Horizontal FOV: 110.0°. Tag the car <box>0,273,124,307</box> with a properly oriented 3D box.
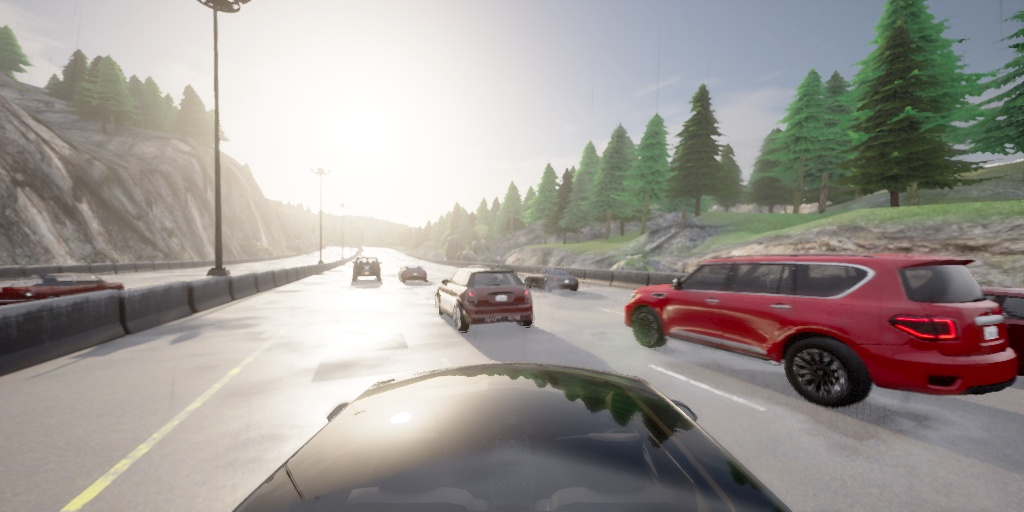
[{"bbox_3d":[-17.089,1.327,13.339,1.895,1.301,4.718,0,0,-21],"label":"car"}]

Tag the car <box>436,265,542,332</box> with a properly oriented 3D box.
[{"bbox_3d":[-1.067,1.135,11.380,2.097,1.767,4.553,0,0,-22],"label":"car"}]

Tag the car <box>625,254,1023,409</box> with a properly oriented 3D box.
[{"bbox_3d":[4.553,1.005,6.638,2.150,2.045,5.566,0,-1,-21],"label":"car"}]

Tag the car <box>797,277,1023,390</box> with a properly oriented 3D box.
[{"bbox_3d":[8.423,1.279,6.349,1.882,1.535,5.008,0,0,-21],"label":"car"}]

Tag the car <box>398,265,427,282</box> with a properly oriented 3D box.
[{"bbox_3d":[-8.281,1.389,29.780,1.994,1.385,4.181,0,0,-21],"label":"car"}]

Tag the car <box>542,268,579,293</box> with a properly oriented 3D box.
[{"bbox_3d":[2.318,1.401,21.924,1.994,1.385,4.181,0,0,-21],"label":"car"}]

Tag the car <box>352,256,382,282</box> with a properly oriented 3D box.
[{"bbox_3d":[-12.305,1.035,30.461,2.150,2.045,5.566,0,0,-21],"label":"car"}]

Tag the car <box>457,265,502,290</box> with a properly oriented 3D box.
[{"bbox_3d":[-2.332,1.353,24.233,1.812,1.442,4.674,0,0,-21],"label":"car"}]
